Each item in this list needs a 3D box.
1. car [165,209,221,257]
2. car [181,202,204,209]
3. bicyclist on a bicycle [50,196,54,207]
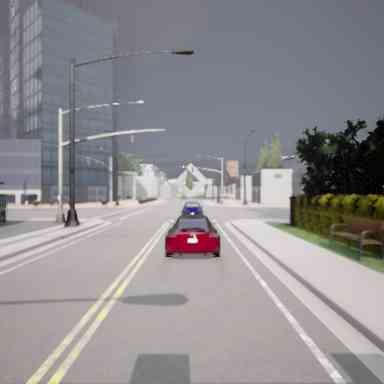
[{"bbox_3d":[0.040,1.573,13.012,1.994,1.385,4.181,0,0,0],"label":"car"},{"bbox_3d":[0.039,1.554,28.493,1.812,1.442,4.674,0,0,0],"label":"car"},{"bbox_3d":[-22.013,1.495,52.286,0.582,1.620,1.656,-1,0,0],"label":"bicyclist on a bicycle"}]
